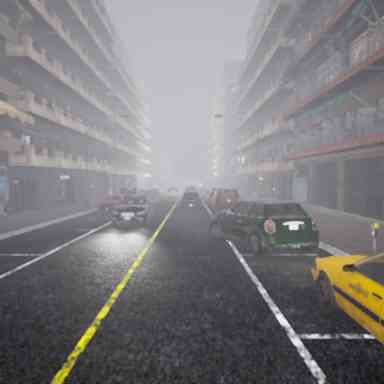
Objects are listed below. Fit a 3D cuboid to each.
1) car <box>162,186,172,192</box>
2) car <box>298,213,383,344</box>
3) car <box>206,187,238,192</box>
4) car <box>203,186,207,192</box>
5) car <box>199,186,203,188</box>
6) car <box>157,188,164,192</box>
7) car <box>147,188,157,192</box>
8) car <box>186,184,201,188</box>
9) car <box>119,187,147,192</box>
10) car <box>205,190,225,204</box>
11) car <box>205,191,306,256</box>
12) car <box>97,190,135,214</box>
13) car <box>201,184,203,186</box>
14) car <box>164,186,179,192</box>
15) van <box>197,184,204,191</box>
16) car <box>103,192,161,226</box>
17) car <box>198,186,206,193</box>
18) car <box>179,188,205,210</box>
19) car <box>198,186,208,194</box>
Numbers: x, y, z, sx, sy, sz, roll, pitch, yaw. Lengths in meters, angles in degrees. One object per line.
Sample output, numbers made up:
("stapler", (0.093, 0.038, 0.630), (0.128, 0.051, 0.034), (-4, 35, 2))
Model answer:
("car", (-6.143, -0.778, 81.674), (2.008, 1.369, 4.403), (-1, 2, 0))
("car", (3.129, 1.337, 4.123), (1.801, 1.575, 5.366), (0, 2, 0))
("car", (2.505, 0.607, 25.147), (2.192, 1.841, 5.009), (-1, 2, 0))
("car", (2.475, 0.447, 30.810), (2.192, 1.841, 5.009), (-1, 2, 0))
("car", (2.393, 0.214, 47.803), (1.947, 1.339, 4.313), (-1, 2, 0))
("car", (-5.990, 0.055, 53.362), (1.947, 1.339, 4.313), (-1, 2, 0))
("car", (-5.929, 0.358, 42.036), (1.887, 1.381, 4.507), (-1, 2, 0))
("car", (-0.175, -0.080, 50.594), (2.097, 1.767, 4.553), (0, 2, 0))
("car", (-5.872, 0.451, 30.704), (2.192, 1.841, 5.009), (-1, 2, 0))
("car", (2.449, 0.537, 36.479), (1.947, 1.339, 4.313), (-1, 2, 0))
("car", (2.353, 1.014, 11.947), (2.097, 1.767, 4.553), (-1, 2, -19))
("car", (-5.837, 0.840, 25.050), (1.887, 1.381, 4.507), (-1, 2, 0))
("car", (2.330, -0.275, 64.789), (1.947, 1.339, 4.313), (-1, 2, 0))
("car", (-3.320, -0.516, 59.320), (1.994, 1.385, 4.181), (0, 2, 0))
("van", (2.202, -1.158, 87.431), (1.690, 1.788, 3.998), (-1, 2, 0))
("car", (-3.199, 0.961, 18.841), (2.128, 1.511, 4.902), (0, 2, 0))
("car", (2.267, -0.586, 76.114), (1.802, 1.307, 4.206), (-1, 2, 0))
("car", (-0.080, 0.698, 28.700), (1.837, 1.490, 4.892), (0, 2, 0))
("car", (2.298, -0.453, 70.451), (2.008, 1.369, 4.403), (-1, 2, 0))
